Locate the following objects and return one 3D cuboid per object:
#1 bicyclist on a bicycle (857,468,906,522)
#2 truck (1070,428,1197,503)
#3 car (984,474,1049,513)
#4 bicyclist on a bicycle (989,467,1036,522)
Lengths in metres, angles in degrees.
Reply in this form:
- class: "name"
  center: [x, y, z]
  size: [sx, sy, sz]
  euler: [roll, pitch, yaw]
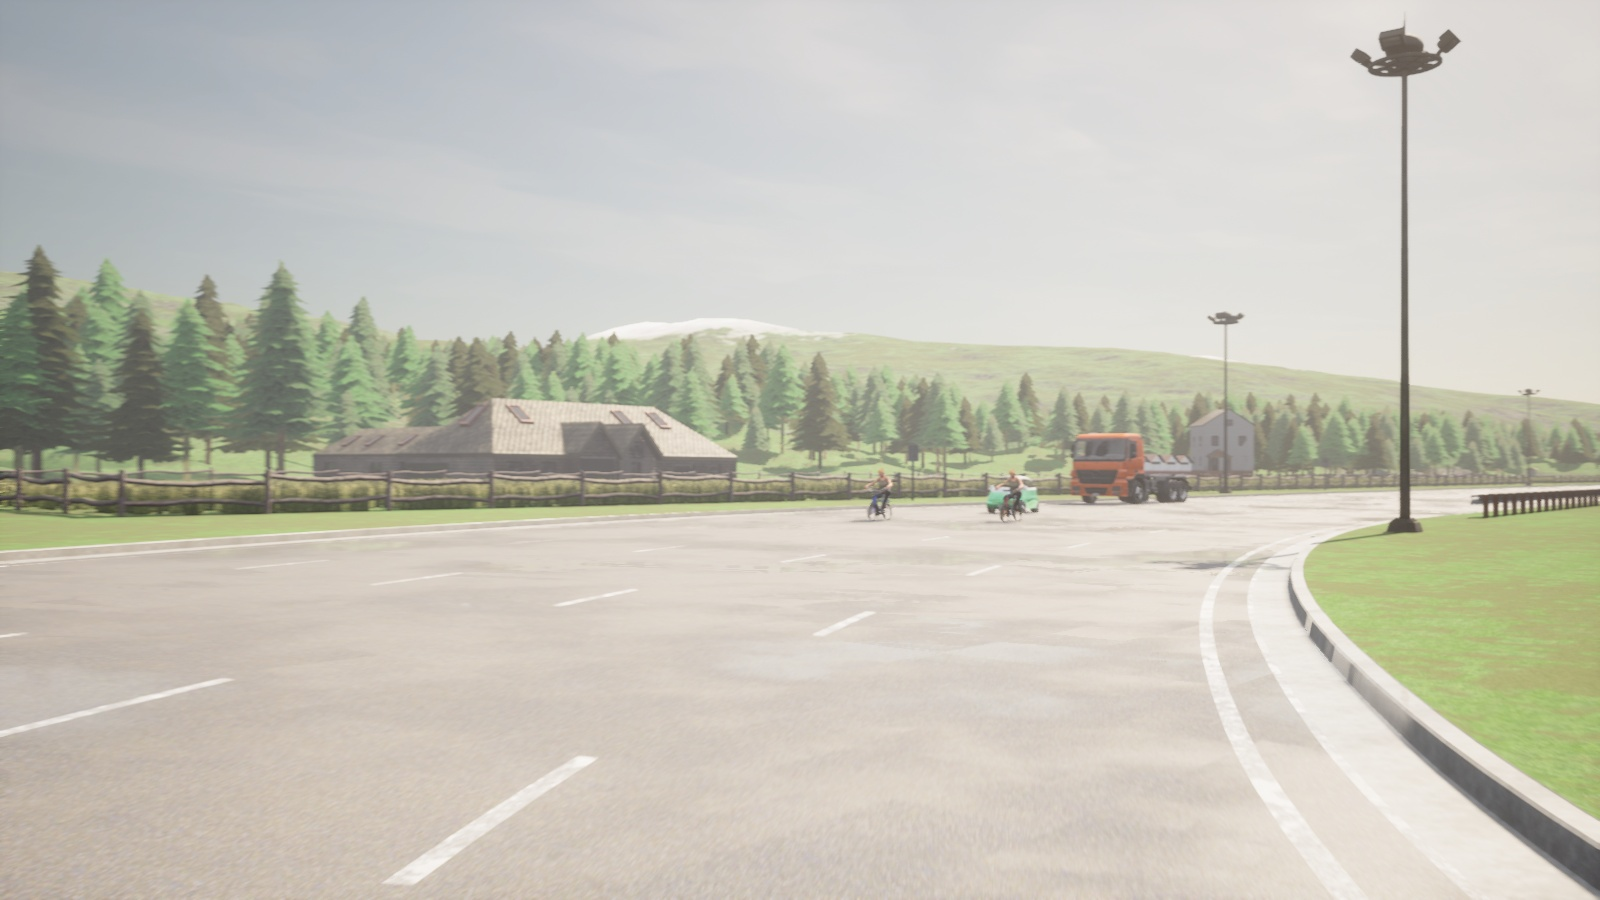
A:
- class: "bicyclist on a bicycle"
  center: [2.476, 1.342, 38.119]
  size: [0.866, 1.612, 1.509]
  euler: [0, -1, 32]
- class: "truck"
  center: [16.551, 0.773, 61.955]
  size: [2.891, 3.462, 7.936]
  euler: [-1, -1, 41]
- class: "car"
  center: [7.970, 1.577, 46.165]
  size: [1.481, 1.376, 2.207]
  euler: [-1, -2, 37]
- class: "bicyclist on a bicycle"
  center: [6.406, 1.331, 37.802]
  size: [0.866, 1.612, 1.509]
  euler: [-1, -1, 33]
